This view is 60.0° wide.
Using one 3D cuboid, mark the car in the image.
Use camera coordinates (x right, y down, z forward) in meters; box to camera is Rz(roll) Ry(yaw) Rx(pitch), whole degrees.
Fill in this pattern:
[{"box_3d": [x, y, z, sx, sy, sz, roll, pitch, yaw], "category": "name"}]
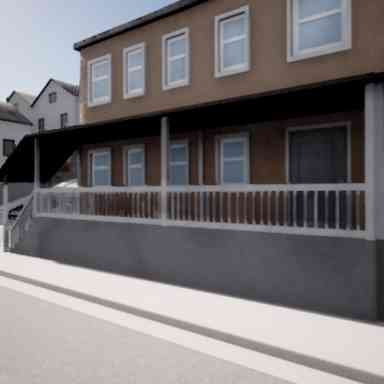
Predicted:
[{"box_3d": [-11.964, 0.917, 26.331, 2.033, 1.411, 5.357, 0, 16, 34], "category": "car"}]
